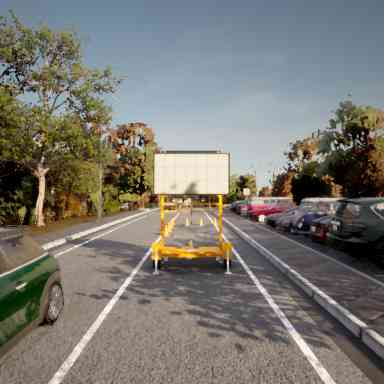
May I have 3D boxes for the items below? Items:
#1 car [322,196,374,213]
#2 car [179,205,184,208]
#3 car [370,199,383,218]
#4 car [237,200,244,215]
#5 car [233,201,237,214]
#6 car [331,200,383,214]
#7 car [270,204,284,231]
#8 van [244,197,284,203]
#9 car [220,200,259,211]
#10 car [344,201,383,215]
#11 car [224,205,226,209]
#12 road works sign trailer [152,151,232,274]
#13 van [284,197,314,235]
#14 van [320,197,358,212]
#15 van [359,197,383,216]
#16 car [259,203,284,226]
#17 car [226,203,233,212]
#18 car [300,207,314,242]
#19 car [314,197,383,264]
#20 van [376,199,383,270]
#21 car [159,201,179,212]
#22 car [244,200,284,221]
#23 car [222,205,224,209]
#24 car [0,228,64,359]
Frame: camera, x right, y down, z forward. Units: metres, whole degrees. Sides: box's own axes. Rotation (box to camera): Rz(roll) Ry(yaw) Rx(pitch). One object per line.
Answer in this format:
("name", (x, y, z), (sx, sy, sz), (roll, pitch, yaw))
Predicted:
("car", (20.233, 1.616, 43.308), (5.566, 2.045, 2.435), (0, -1, 0))
("car", (-3.145, 3.668, 90.593), (2.128, 1.511, 4.902), (0, -3, 0))
("car", (20.153, 1.591, 32.231), (4.553, 1.767, 2.185), (0, -1, 0))
("car", (7.108, 1.761, 32.451), (4.674, 1.452, 2.002), (0, -1, 0))
("car", (7.140, 1.786, 35.226), (4.792, 1.488, 2.163), (0, -1, 0))
("car", (20.015, 1.823, 40.536), (5.366, 1.575, 1.946), (0, -1, 0))
("car", (7.082, 1.583, 18.571), (4.674, 1.452, 2.002), (0, -1, 0))
("van", (7.217, 1.459, 29.678), (4.442, 1.987, 1.878), (0, -1, 0))
("car", (6.950, 1.981, 49.091), (5.366, 1.575, 1.946), (0, -1, 0))
("car", (20.188, 1.789, 37.769), (4.892, 1.521, 2.231), (0, -1, 0))
("car", (7.132, 1.874, 43.551), (5.008, 1.535, 2.097), (0, -1, 0))
("road works sign trailer", (-0.017, 0.492, 10.607), (2.380, 3.560, 2.880), (0, 0, -1))
("van", (6.958, 1.281, 15.798), (4.442, 1.987, 1.878), (0, -1, 0))
("van", (20.328, 1.695, 46.199), (4.442, 1.987, 1.878), (0, -1, 0))
("van", (20.306, 1.527, 35.001), (4.442, 1.987, 1.878), (0, -1, 0))
("car", (7.055, 1.608, 21.348), (4.792, 1.488, 2.163), (0, -1, 0))
("car", (7.087, 1.541, 38.006), (5.566, 2.045, 2.435), (0, -1, 0))
("car", (7.098, 1.501, 13.013), (4.792, 1.488, 2.163), (0, 0, 0))
("car", (7.092, 1.200, 10.262), (5.566, 2.045, 2.435), (0, 0, 0))
("van", (6.942, 1.234, 7.486), (4.442, 1.987, 1.878), (0, 0, 0))
("car", (-3.304, 1.989, 45.222), (2.033, 1.411, 5.357), (0, -1, 0))
("car", (7.100, 1.649, 26.899), (5.008, 1.535, 2.097), (0, -1, 0))
("car", (7.136, 1.926, 46.322), (4.892, 1.521, 2.231), (0, -1, 0))
("car", (-3.348, 1.357, 4.056), (2.097, 1.767, 4.553), (0, 0, 0))
